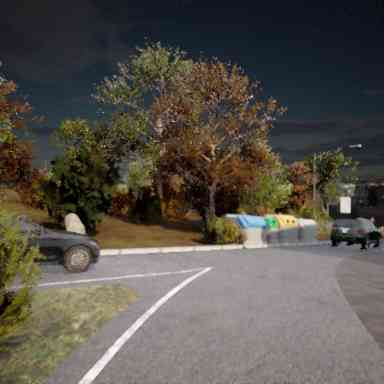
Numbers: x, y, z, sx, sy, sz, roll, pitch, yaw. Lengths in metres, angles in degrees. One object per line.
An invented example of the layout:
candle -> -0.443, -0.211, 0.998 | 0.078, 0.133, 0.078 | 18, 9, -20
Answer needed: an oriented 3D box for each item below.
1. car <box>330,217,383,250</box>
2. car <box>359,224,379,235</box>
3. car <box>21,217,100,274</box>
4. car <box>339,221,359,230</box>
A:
car -> 11.501, 2.837, 23.186 | 2.150, 2.045, 5.566 | -1, -5, 42
car -> 28.683, 6.088, 54.039 | 1.812, 1.442, 4.674 | 0, -4, 16
car -> -4.528, 1.169, 7.911 | 4.674, 1.442, 1.812 | 7, -5, -40
car -> 31.186, 6.701, 66.218 | 2.033, 1.411, 5.357 | 0, -2, 9
